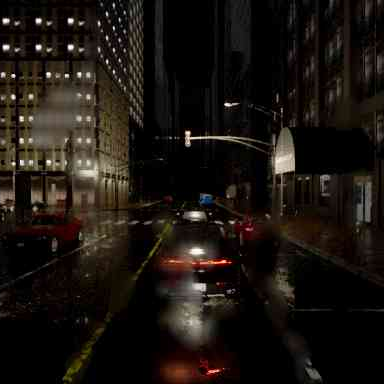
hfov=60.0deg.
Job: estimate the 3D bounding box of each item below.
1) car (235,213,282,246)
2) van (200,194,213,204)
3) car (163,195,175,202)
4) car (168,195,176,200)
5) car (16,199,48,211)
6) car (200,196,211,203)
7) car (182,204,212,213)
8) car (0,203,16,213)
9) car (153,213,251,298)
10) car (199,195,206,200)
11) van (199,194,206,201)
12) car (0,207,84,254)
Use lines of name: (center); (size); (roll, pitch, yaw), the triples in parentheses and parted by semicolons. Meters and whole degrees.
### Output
car: (2.836, 1.582, 14.869); (1.802, 1.307, 4.206); (0, 0, 0)
van: (2.771, 1.336, 58.462); (1.690, 1.788, 3.998); (0, 0, 0)
car: (-5.582, 1.534, 75.565); (1.887, 1.381, 4.507); (0, 0, 0)
car: (-5.557, 1.545, 92.655); (1.947, 1.339, 4.313); (0, 0, 0)
car: (-18.467, 1.503, 37.245); (4.403, 1.369, 2.008); (0, 0, 1)
car: (2.789, 1.542, 69.855); (2.008, 1.369, 4.403); (0, 0, 0)
car: (0.126, 1.564, 17.392); (1.994, 1.385, 4.181); (0, 0, 0)
car: (-18.566, 1.312, 28.863); (5.009, 1.841, 2.192); (0, 0, 1)
car: (0.111, 1.505, 8.516); (1.837, 1.490, 4.892); (0, 0, 0)
car: (2.824, 1.561, 92.642); (1.802, 1.307, 4.206); (0, 0, 0)
van: (2.814, 1.324, 86.945); (1.690, 1.788, 3.998); (0, 0, 0)
car: (-5.805, 1.545, 13.505); (1.887, 1.381, 4.507); (0, 0, 0)
